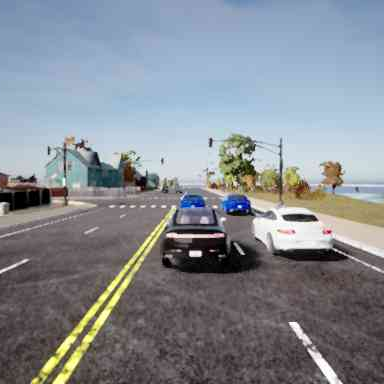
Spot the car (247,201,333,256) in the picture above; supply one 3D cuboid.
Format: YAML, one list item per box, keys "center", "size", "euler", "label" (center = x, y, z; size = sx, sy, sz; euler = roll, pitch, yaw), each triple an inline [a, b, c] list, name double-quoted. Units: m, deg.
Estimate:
- center: [3.347, 1.242, 11.717]
  size: [1.812, 1.442, 4.674]
  euler: [0, 1, 0]
  label: "car"

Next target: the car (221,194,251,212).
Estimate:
- center: [3.357, 0.861, 25.777]
  size: [1.882, 1.535, 5.008]
  euler: [0, 1, 0]
  label: "car"

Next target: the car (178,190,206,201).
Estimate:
- center: [0.098, 0.854, 26.087]
  size: [1.882, 1.535, 5.008]
  euler: [0, 1, 1]
  label: "car"

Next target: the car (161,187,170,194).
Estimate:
- center: [-6.477, -0.360, 80.687]
  size: [1.837, 1.490, 4.892]
  euler: [0, 1, 0]
  label: "car"

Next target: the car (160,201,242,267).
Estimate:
- center: [0.099, 1.236, 10.476]
  size: [2.128, 1.511, 4.902]
  euler: [0, 1, 0]
  label: "car"

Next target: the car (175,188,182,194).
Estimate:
- center: [-3.228, -0.320, 80.687]
  size: [2.033, 1.411, 5.357]
  euler: [0, 1, 0]
  label: "car"
